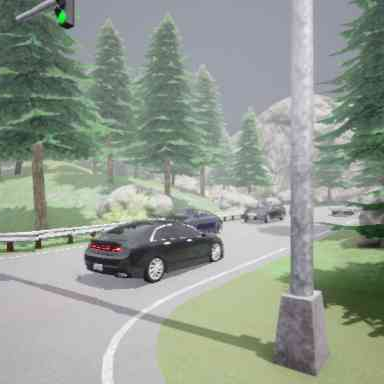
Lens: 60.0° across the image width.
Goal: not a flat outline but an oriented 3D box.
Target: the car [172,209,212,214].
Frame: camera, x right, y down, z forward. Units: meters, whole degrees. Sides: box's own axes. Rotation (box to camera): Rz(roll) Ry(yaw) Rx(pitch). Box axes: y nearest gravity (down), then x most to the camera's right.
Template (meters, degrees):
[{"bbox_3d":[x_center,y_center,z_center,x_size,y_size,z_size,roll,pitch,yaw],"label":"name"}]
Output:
[{"bbox_3d":[-0.120,1.566,17.132,1.994,1.385,4.181,0,0,35],"label":"car"}]

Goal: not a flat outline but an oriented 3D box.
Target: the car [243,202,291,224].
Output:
[{"bbox_3d":[5.564,1.494,25.293,2.128,1.511,4.902,0,0,35],"label":"car"}]

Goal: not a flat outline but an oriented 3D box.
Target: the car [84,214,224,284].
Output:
[{"bbox_3d":[-0.825,1.579,9.826,1.837,1.490,4.892,0,-1,35],"label":"car"}]
